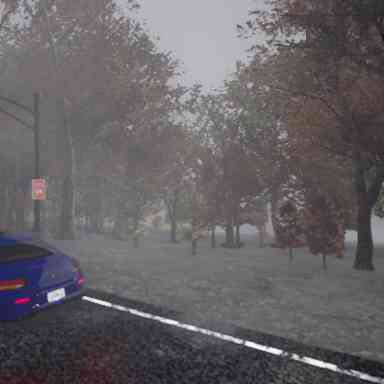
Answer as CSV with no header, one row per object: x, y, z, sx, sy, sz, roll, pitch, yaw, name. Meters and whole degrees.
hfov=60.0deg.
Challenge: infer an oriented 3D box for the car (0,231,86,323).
-4.074,1.536,6.552,4.674,1.442,1.812,-2,2,34,car
